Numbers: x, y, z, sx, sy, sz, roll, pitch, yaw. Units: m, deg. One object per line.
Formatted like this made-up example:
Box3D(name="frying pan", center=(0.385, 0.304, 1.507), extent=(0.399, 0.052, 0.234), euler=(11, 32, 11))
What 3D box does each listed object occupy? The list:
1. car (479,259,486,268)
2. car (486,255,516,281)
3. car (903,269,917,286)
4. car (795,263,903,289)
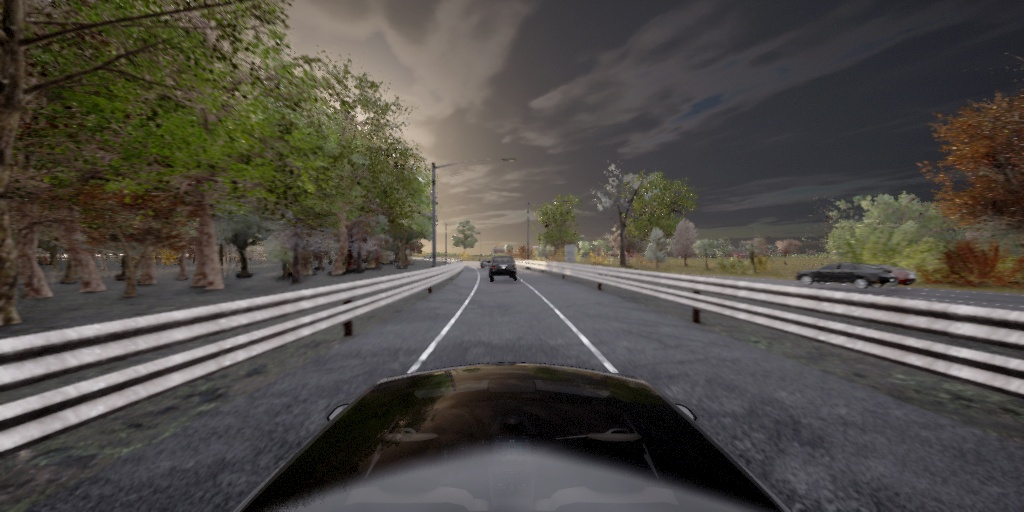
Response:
Box3D(name="car", center=(-4.314, 1.216, 59.193), extent=(2.128, 1.511, 4.902), euler=(0, 0, -9))
Box3D(name="car", center=(-0.887, 0.964, 30.515), extent=(2.150, 2.045, 5.566), euler=(0, 0, -5))
Box3D(name="car", center=(24.481, 1.205, 24.490), extent=(1.994, 1.385, 4.181), euler=(0, 0, -22))
Box3D(name="car", center=(21.246, 1.165, 23.155), extent=(1.837, 1.490, 4.892), euler=(0, 0, -22))
